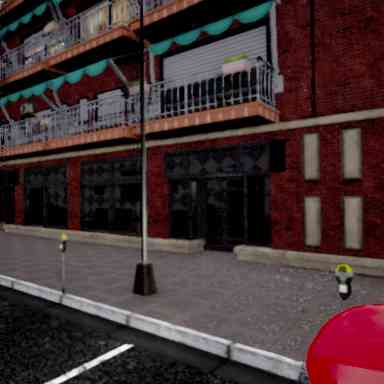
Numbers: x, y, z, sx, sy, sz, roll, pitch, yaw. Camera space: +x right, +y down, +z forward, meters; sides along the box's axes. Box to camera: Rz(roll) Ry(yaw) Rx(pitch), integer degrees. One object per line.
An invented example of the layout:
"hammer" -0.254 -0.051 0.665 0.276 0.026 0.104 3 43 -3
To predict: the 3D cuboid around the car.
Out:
"car" 3.075 1.208 0.995 5.566 2.045 2.150 -1 0 36
